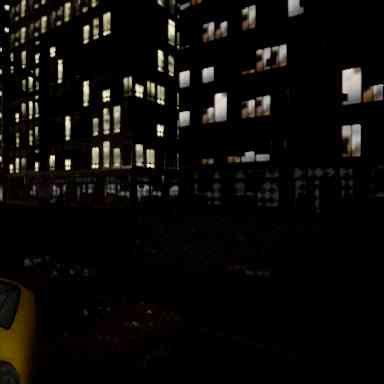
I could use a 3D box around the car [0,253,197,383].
[{"bbox_3d":[-2.227,1.512,4.459,4.829,1.417,1.752,0,0,36],"label":"car"}]
